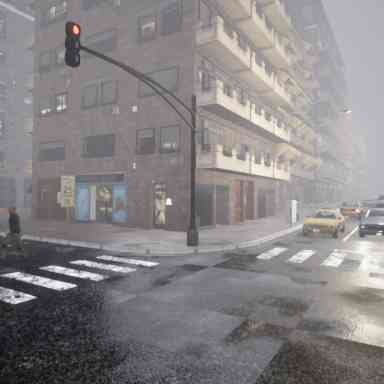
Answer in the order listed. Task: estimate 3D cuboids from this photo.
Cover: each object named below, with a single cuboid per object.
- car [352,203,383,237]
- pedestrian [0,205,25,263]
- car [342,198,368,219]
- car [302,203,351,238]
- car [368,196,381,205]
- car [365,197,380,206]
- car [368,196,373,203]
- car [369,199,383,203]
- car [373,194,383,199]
[{"bbox_3d":[9.991,1.559,17.561,2.033,1.411,5.357,0,0,31],"label":"car"},{"bbox_3d":[-5.557,1.275,10.314,0.375,1.860,0.375,0,-1,32],"label":"pedestrian"},{"bbox_3d":[13.163,1.457,27.695,1.967,1.590,4.097,1,1,31],"label":"car"},{"bbox_3d":[7.193,1.535,17.918,1.752,1.417,4.829,1,1,31],"label":"car"},{"bbox_3d":[33.747,1.486,61.406,1.967,1.590,4.097,1,1,31],"label":"car"},{"bbox_3d":[30.805,1.592,56.591,2.008,1.369,4.403,1,1,31],"label":"car"},{"bbox_3d":[24.924,1.577,46.959,1.887,1.381,4.507,1,1,31],"label":"car"},{"bbox_3d":[15.159,1.543,26.010,1.812,1.442,4.674,0,0,32],"label":"car"},{"bbox_3d":[20.782,1.246,35.158,2.150,2.045,5.566,0,0,32],"label":"car"}]
